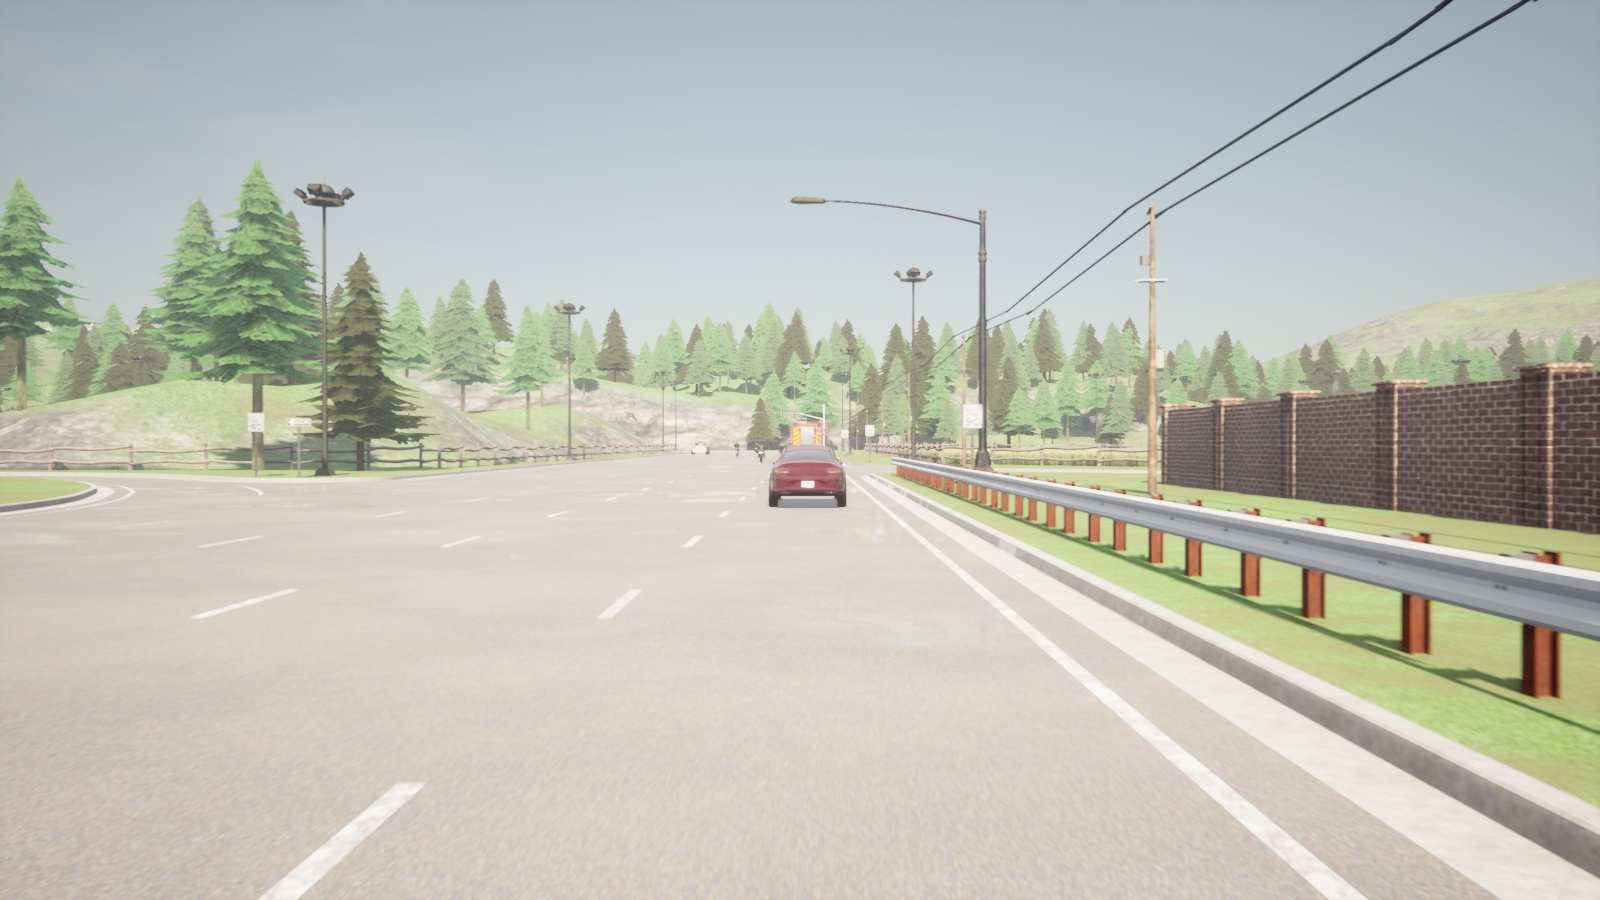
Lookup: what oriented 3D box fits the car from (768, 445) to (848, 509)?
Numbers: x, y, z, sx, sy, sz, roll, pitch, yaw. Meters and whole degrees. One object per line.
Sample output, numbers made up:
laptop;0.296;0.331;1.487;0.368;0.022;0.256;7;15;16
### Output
car;0.190;0.598;30.870;1.812;1.442;4.674;0;0;0
